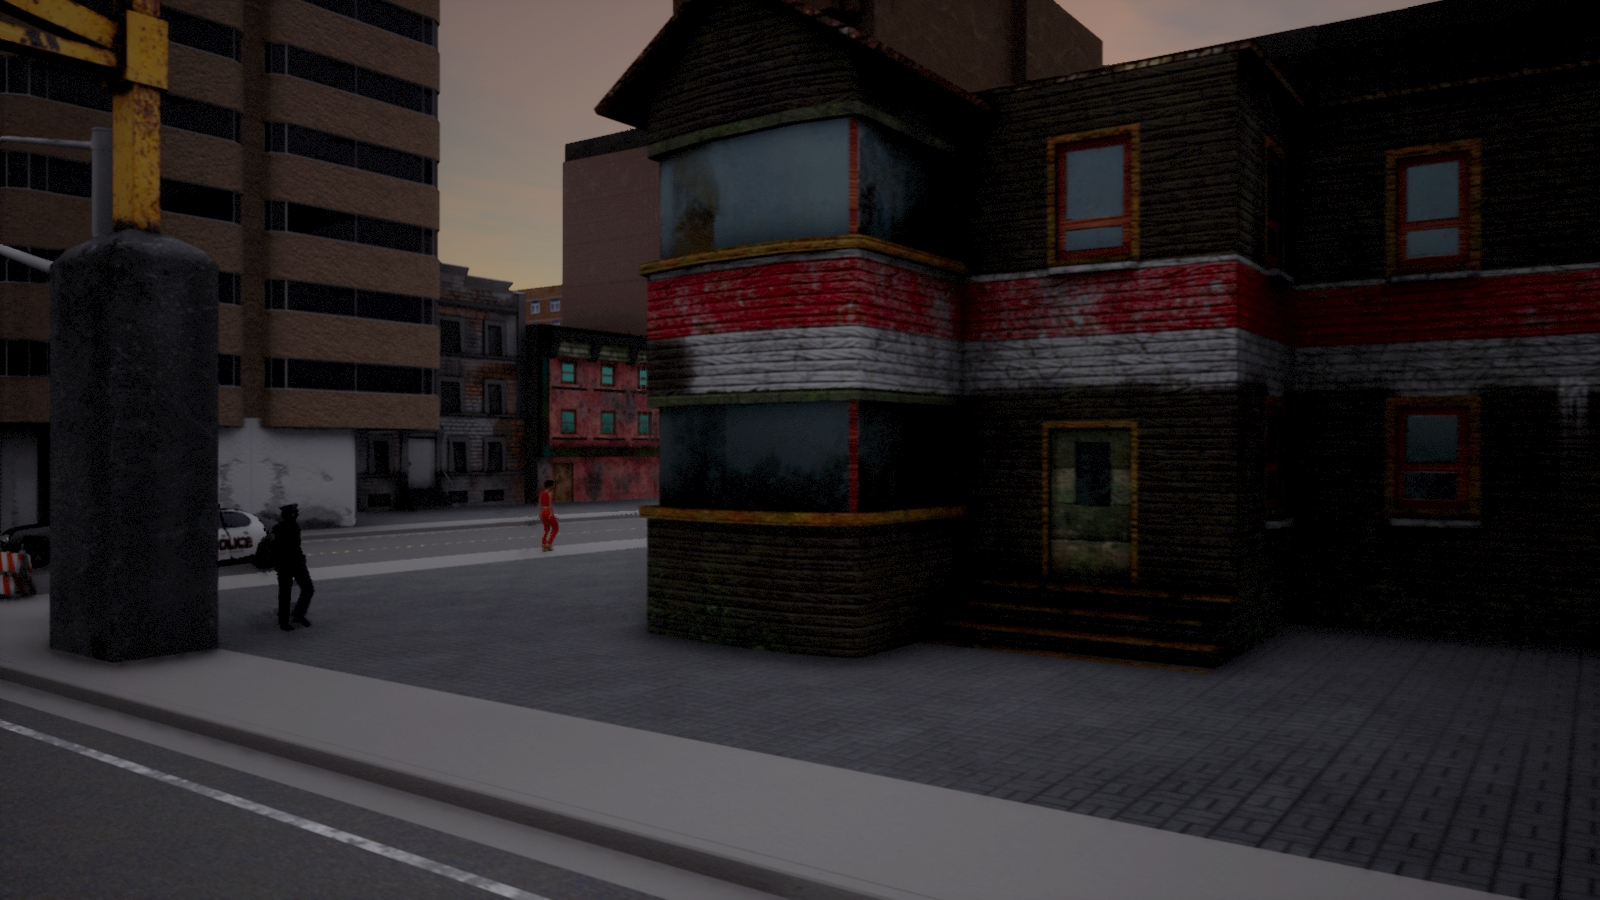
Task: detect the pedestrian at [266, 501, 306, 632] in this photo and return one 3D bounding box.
[{"bbox_3d":[-7.460,1.676,16.587,0.375,1.860,0.375,0,0,28],"label":"pedestrian"}]

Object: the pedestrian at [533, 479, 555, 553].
[{"bbox_3d":[-6.501,1.664,28.989,0.375,1.860,0.375,0,0,34],"label":"pedestrian"}]
